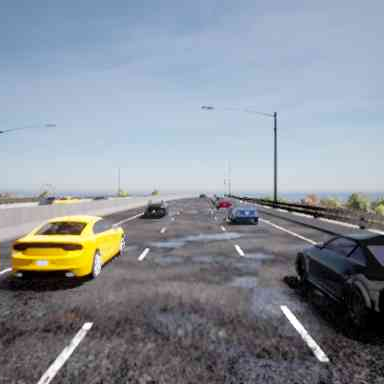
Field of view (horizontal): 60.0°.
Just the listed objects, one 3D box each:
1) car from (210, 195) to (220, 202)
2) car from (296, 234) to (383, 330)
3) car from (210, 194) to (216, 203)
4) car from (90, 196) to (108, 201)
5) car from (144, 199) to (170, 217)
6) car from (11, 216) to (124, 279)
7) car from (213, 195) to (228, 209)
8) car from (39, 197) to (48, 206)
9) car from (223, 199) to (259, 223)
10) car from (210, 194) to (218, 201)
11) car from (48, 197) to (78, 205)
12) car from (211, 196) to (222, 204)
[{"bbox_3d":[5.142,1.391,74.902,2.128,1.511,4.902,0,0,3],"label":"car"},{"bbox_3d":[3.622,1.543,6.835,1.994,1.385,4.181,0,0,0],"label":"car"},{"bbox_3d":[4.326,1.423,53.072,1.812,1.442,4.674,0,0,2],"label":"car"},{"bbox_3d":[-13.386,1.375,48.171,1.882,1.535,5.008,0,0,2],"label":"car"},{"bbox_3d":[-3.123,1.411,30.187,2.128,1.511,4.902,0,0,1],"label":"car"},{"bbox_3d":[-3.362,1.446,9.976,1.882,1.535,5.008,0,0,0],"label":"car"},{"bbox_3d":[4.022,1.467,42.153,1.994,1.385,4.181,0,0,1],"label":"car"},{"bbox_3d":[-20.379,1.422,48.311,1.812,1.442,4.674,0,0,2],"label":"car"},{"bbox_3d":[3.792,1.478,25.146,2.033,1.411,5.357,0,0,1],"label":"car"},{"bbox_3d":[5.654,1.391,85.813,1.882,1.535,5.008,0,0,3],"label":"car"},{"bbox_3d":[-16.993,1.377,44.691,1.882,1.535,5.008,0,0,2],"label":"car"},{"bbox_3d":[4.700,1.421,63.988,1.812,1.442,4.674,0,0,2],"label":"car"}]
